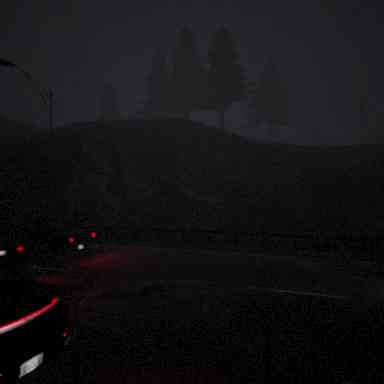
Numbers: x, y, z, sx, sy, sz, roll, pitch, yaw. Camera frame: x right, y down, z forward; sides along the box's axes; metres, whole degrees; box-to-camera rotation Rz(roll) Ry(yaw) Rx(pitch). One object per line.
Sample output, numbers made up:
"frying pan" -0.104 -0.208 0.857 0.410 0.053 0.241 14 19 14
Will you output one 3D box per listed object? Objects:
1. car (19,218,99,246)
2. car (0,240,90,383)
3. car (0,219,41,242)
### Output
"car" -5.944 1.599 12.145 4.718 1.301 1.895 0 0 17
"car" -3.873 1.490 4.085 4.902 1.511 2.128 0 0 19
"car" -7.038 1.546 8.853 5.357 1.411 2.033 0 0 17
